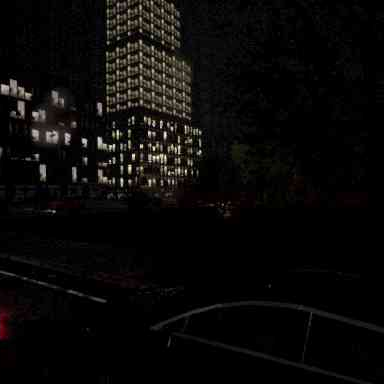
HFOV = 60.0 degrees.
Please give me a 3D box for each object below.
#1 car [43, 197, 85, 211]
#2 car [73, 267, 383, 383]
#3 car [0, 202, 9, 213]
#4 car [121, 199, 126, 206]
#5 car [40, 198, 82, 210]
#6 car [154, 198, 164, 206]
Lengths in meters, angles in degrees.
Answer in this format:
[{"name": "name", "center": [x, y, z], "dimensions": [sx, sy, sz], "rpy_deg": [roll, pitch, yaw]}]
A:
[{"name": "car", "center": [-16.058, 1.409, 42.474], "dimensions": [2.097, 1.767, 4.553], "rpy_deg": [-1, -1, 37]}, {"name": "car", "center": [0.921, 1.492, 3.030], "dimensions": [4.902, 1.511, 2.128], "rpy_deg": [0, 0, 35]}, {"name": "car", "center": [-21.656, 1.609, 35.032], "dimensions": [1.994, 1.385, 4.181], "rpy_deg": [-1, -1, 37]}, {"name": "car", "center": [-9.483, 1.333, 56.586], "dimensions": [2.150, 2.045, 5.566], "rpy_deg": [-1, 1, 37]}, {"name": "car", "center": [-17.835, 1.583, 45.515], "dimensions": [1.882, 1.535, 5.008], "rpy_deg": [-1, -1, 37]}, {"name": "car", "center": [-6.632, 1.600, 54.955], "dimensions": [1.812, 1.442, 4.674], "rpy_deg": [-1, -1, 37]}]
